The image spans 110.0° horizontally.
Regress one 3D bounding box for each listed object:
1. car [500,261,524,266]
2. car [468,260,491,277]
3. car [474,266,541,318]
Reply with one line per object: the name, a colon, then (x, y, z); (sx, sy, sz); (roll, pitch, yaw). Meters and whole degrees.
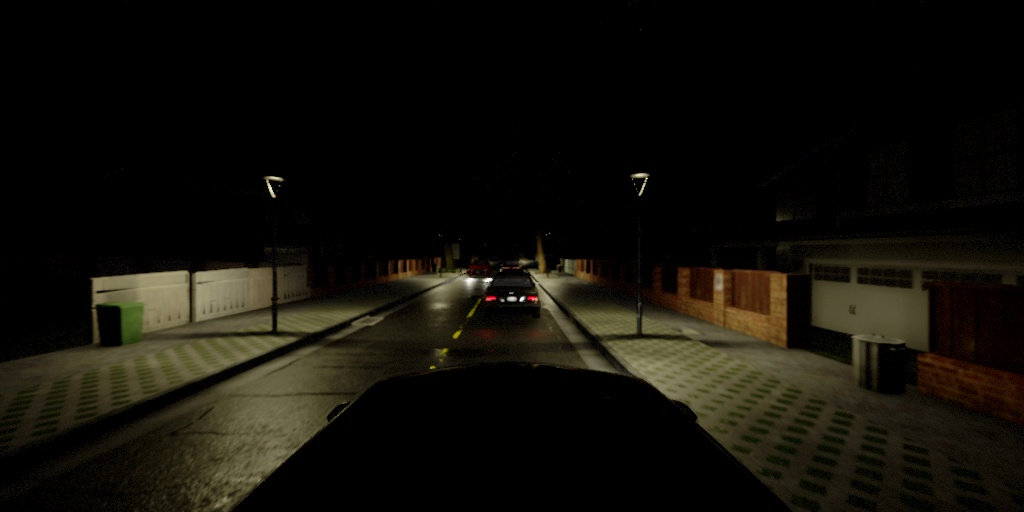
car: (-0.019, 1.132, 30.693); (2.128, 1.511, 4.902); (0, 0, 0)
car: (-2.918, 1.103, 33.260); (1.882, 1.535, 5.008); (0, 0, 0)
car: (0.015, 1.278, 12.884); (2.033, 1.411, 5.357); (0, 0, 0)
